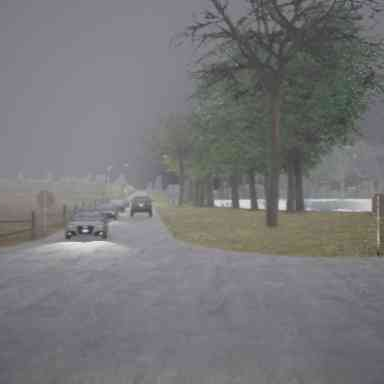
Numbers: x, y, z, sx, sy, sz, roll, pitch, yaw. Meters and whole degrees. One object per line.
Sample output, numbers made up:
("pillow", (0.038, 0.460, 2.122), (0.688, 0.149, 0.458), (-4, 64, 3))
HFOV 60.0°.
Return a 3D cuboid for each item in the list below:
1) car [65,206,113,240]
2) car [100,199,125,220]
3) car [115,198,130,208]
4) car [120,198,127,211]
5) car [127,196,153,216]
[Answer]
("car", (-5.463, 1.666, 17.739), (1.994, 1.385, 4.181), (1, 0, -12))
("car", (-7.471, 1.682, 29.773), (2.033, 1.411, 5.357), (1, 0, -8))
("car", (-10.511, 1.677, 50.625), (1.994, 1.385, 4.181), (1, 0, -8))
("car", (-9.028, 1.611, 40.451), (1.882, 1.535, 5.008), (1, 0, -8))
("car", (-5.243, 1.406, 34.651), (2.150, 2.045, 5.566), (1, 0, -8))
